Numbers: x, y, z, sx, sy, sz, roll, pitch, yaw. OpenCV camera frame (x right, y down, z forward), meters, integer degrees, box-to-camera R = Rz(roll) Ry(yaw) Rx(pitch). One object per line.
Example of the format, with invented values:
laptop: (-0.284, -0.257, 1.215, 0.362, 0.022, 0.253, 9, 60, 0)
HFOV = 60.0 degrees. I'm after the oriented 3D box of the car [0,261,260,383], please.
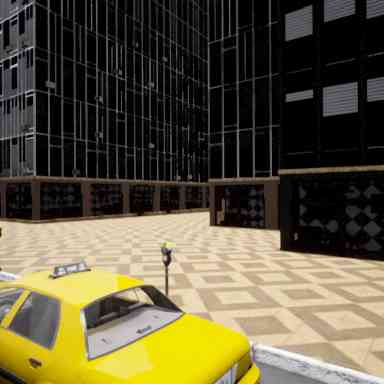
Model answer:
car: (-1.637, 1.526, 4.033, 4.829, 1.417, 1.752, 0, 0, 35)
